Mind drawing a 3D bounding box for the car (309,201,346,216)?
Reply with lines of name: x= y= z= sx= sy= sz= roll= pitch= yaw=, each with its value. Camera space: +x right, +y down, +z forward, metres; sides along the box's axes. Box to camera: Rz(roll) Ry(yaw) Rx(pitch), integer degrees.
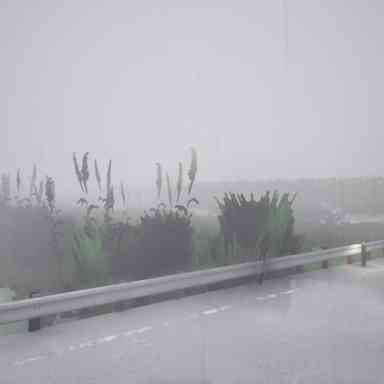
car: x=10.878 y=1.574 z=29.024 sx=2.097 sy=1.767 sz=4.553 roll=-1 pitch=1 yaw=-43
